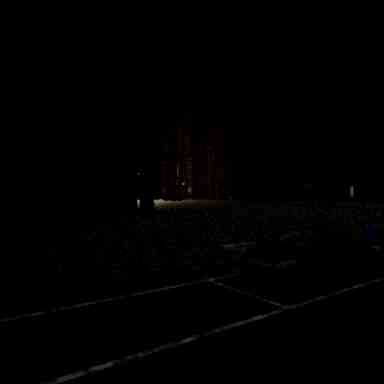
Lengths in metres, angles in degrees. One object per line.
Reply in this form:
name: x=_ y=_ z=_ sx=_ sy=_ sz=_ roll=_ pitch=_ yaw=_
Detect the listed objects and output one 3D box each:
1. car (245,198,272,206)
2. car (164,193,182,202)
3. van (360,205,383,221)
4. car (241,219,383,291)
car: x=11.376 y=1.669 z=57.016 sx=1.895 sy=1.301 sz=4.718 roll=0 pitch=0 yaw=-36
car: x=-4.525 y=1.361 z=79.125 sx=2.150 sy=2.045 sz=5.566 roll=0 pitch=0 yaw=-36
van: x=7.837 y=1.330 z=12.236 sx=3.998 sy=1.788 sz=1.690 roll=0 pitch=0 yaw=-35
car: x=3.214 y=1.576 z=8.940 sx=4.206 sy=1.307 sz=1.802 roll=0 pitch=0 yaw=-35
